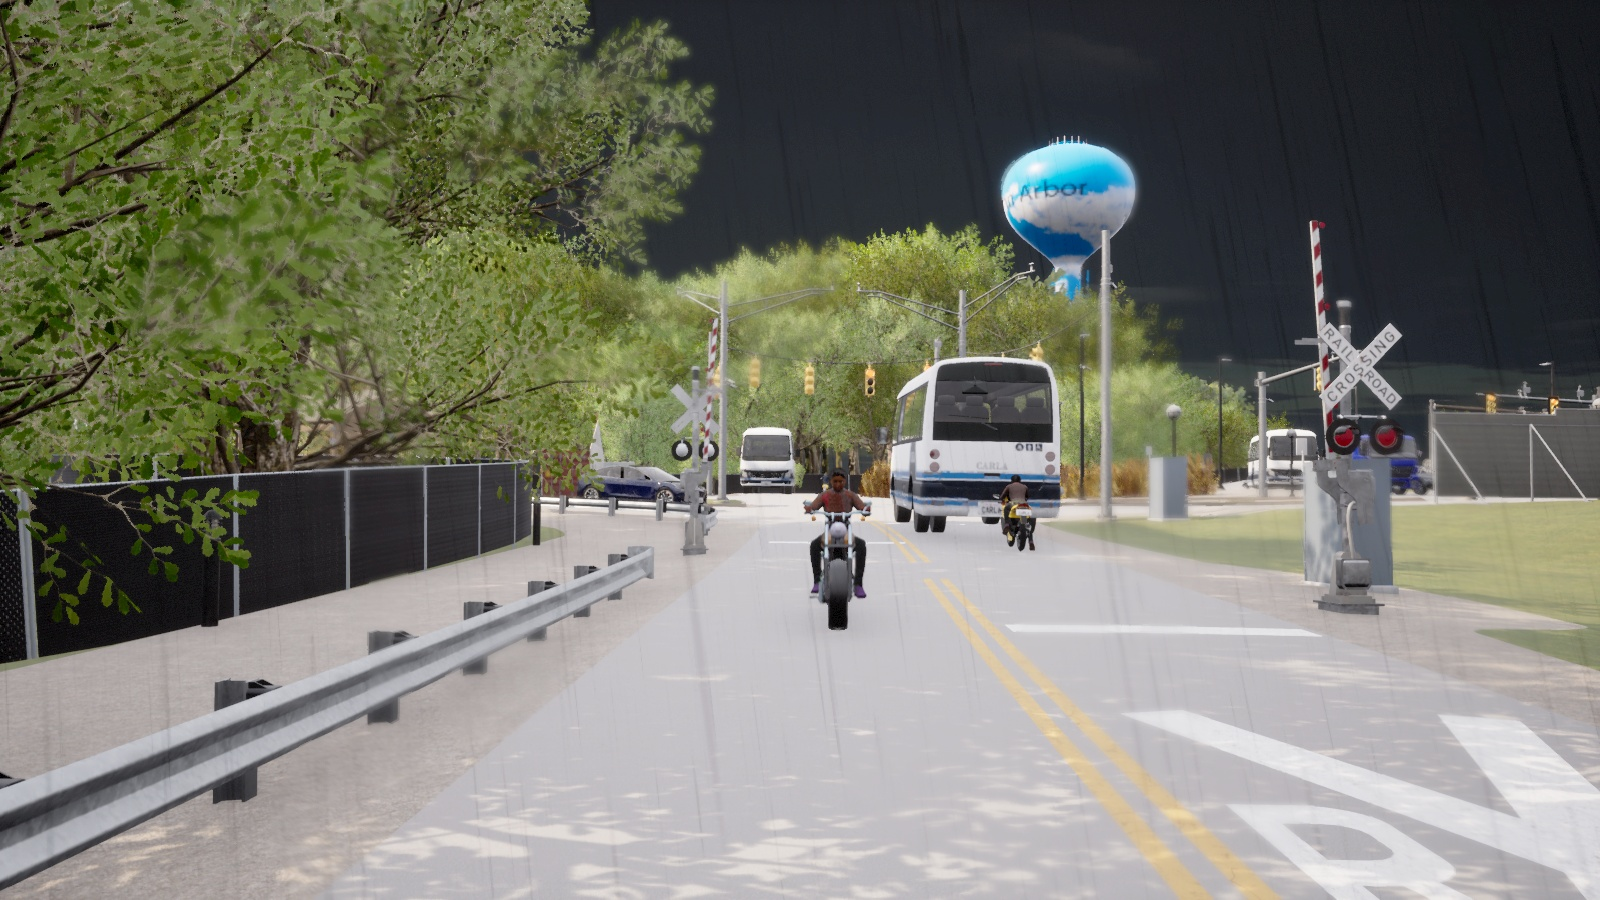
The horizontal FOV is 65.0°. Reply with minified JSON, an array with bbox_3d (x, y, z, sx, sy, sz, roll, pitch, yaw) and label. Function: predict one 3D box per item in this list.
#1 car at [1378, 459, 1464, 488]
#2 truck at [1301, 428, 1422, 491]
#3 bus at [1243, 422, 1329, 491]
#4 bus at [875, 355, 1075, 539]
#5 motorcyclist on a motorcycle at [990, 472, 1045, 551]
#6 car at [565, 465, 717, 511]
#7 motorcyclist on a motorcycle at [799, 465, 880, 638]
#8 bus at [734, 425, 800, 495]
[{"bbox_3d":[36.098,1.367,73.144,2.152,1.651,5.027,0,-1,-5],"label":"car"},{"bbox_3d":[32.448,0.593,72.946,2.891,3.462,7.936,0,-1,-5],"label":"truck"},{"bbox_3d":[33.058,0.568,85.932,3.944,4.253,10.273,0,-3,12],"label":"bus"},{"bbox_3d":[4.384,-0.010,34.388,3.944,4.253,10.273,1,-1,0],"label":"bus"},{"bbox_3d":[4.379,1.217,25.429,0.797,1.523,2.044,0,-1,1],"label":"motorcyclist on a motorcycle"},{"bbox_3d":[-5.467,1.299,43.212,4.792,1.488,2.163,0,-2,28],"label":"car"},{"bbox_3d":[0.408,0.984,13.144,0.766,1.649,2.350,0,-1,2],"label":"motorcyclist on a motorcycle"},{"bbox_3d":[-2.031,0.770,82.015,3.944,4.253,10.273,0,-2,0],"label":"bus"}]
